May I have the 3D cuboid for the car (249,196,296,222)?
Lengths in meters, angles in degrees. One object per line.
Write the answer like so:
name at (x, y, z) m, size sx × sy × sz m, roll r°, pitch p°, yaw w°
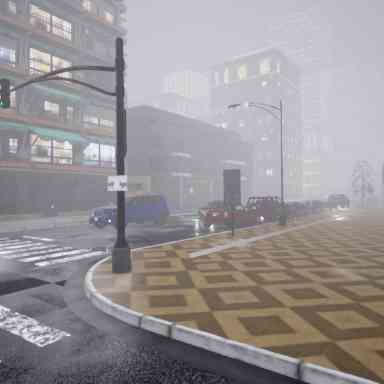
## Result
car at (5.787, 1.216, 25.268) m, size 2.192 × 1.841 × 5.009 m, roll -1°, pitch 0°, yaw 36°

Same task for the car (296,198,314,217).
car at (9.109, 1.471, 29.768) m, size 1.802 × 1.307 × 4.206 m, roll -1°, pitch 0°, yaw 36°

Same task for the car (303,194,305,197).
car at (22.581, 1.440, 61.318) m, size 1.752 × 1.417 × 4.829 m, roll -1°, pitch 0°, yaw 36°

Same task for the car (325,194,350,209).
car at (19.064, 1.167, 43.274) m, size 2.192 × 1.841 × 5.009 m, roll -1°, pitch 0°, yaw 36°

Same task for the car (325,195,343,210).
car at (15.747, 1.415, 38.772) m, size 2.008 × 1.369 × 4.403 m, roll -1°, pitch 0°, yaw 36°

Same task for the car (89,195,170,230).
car at (-3.823, 1.209, 21.321) m, size 2.150 × 2.045 × 5.566 m, roll -1°, pitch 0°, yaw 38°

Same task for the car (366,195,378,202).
car at (35.662, 1.334, 65.782) m, size 1.887 × 1.381 × 4.507 m, roll -1°, pitch 0°, yaw 36°

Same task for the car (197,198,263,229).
car at (2.470, 1.353, 20.765) m, size 1.967 × 1.590 × 4.097 m, roll -1°, pitch 0°, yaw 36°

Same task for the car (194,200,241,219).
car at (2.356, 1.470, 29.731) m, size 1.837 × 1.490 × 4.892 m, roll -1°, pitch 0°, yaw 37°

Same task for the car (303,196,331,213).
car at (12.428, 1.421, 34.270) m, size 1.887 × 1.381 × 4.507 m, roll -1°, pitch 0°, yaw 36°

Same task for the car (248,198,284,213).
car at (8.583, 1.490, 38.164) m, size 2.033 × 1.411 × 5.357 m, roll -1°, pitch 0°, yaw 37°

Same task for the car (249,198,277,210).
car at (9.304, 1.489, 43.311) m, size 1.752 × 1.417 × 4.829 m, roll -1°, pitch 0°, yaw 36°

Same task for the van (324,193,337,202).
van at (29.318, 1.229, 70.459) m, size 1.690 × 1.788 × 3.998 m, roll -1°, pitch 0°, yaw 36°
